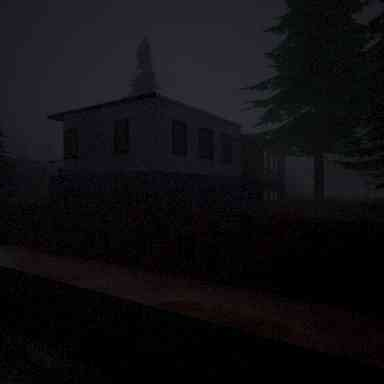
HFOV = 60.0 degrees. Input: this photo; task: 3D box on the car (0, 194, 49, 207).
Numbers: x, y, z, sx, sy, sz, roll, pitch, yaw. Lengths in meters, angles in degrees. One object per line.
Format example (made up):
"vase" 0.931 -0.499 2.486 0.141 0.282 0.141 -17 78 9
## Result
"car" -14.753 1.202 29.570 2.150 2.045 5.566 0 0 27
